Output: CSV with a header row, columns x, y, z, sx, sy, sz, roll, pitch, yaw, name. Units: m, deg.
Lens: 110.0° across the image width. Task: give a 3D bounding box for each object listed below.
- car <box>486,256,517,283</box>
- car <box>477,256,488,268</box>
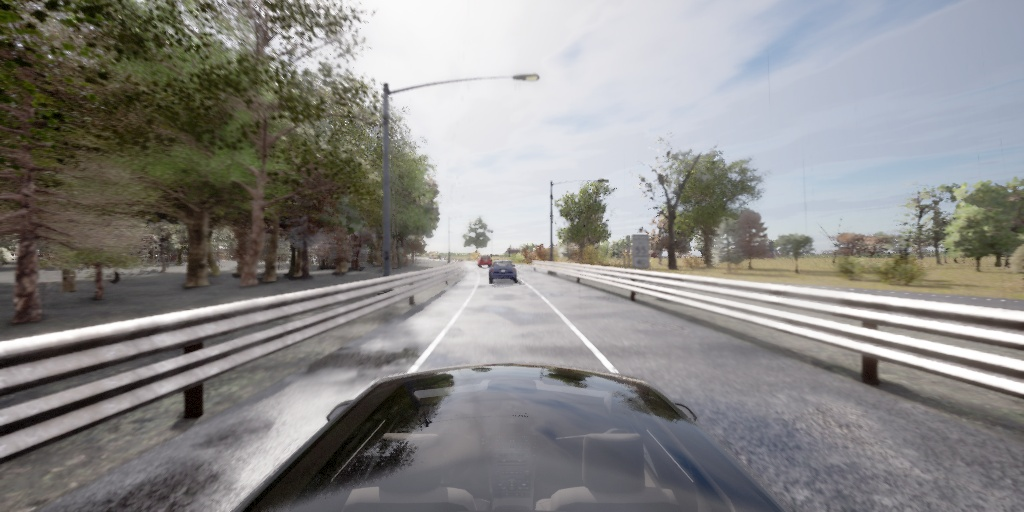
x,y,z,sx,sy,sz,roll,pitch,yaw,name
-0.807,1.105,28.494,2.097,1.767,4.553,0,0,-4,car
-4.867,0.978,63.184,2.150,2.045,5.566,0,0,-10,car
